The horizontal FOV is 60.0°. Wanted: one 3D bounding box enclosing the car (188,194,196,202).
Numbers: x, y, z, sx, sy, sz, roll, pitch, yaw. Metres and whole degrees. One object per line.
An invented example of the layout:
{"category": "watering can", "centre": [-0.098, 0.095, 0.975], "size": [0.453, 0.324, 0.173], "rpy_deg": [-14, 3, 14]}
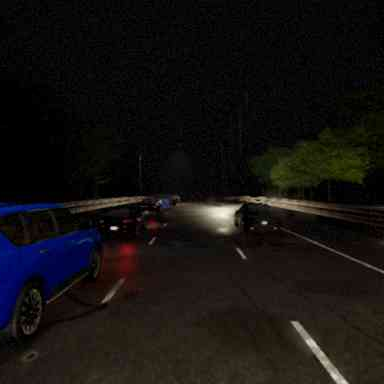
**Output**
{"category": "car", "centre": [0.002, 1.566, 80.345], "size": [1.812, 1.442, 4.674], "rpy_deg": [0, -1, 0]}

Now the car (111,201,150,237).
{"category": "car", "centre": [-3.499, 1.425, 17.171], "size": [1.812, 1.442, 4.674], "rpy_deg": [0, 0, 0]}

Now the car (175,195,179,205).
{"category": "car", "centre": [-3.499, 1.337, 50.217], "size": [2.163, 1.488, 4.792], "rpy_deg": [0, 0, 0]}

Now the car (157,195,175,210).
{"category": "car", "centre": [-3.499, 1.152, 39.151], "size": [2.097, 1.767, 4.553], "rpy_deg": [0, 0, 0]}

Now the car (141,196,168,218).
{"category": "car", "centre": [-3.499, 1.323, 28.174], "size": [2.128, 1.511, 4.902], "rpy_deg": [0, 0, 0]}

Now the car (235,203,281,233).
{"category": "car", "centre": [3.601, 1.365, 18.966], "size": [1.882, 1.535, 5.008], "rpy_deg": [0, 0, 0]}

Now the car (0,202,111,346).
{"category": "car", "centre": [-3.403, 1.187, 6.438], "size": [2.150, 2.045, 5.566], "rpy_deg": [0, 0, 0]}

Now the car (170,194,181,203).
{"category": "car", "centre": [-3.499, 1.424, 72.165], "size": [2.097, 1.767, 4.553], "rpy_deg": [0, -1, 0]}

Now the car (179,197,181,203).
{"category": "car", "centre": [-3.499, 1.424, 61.192], "size": [2.128, 1.511, 4.902], "rpy_deg": [0, -1, 0]}
